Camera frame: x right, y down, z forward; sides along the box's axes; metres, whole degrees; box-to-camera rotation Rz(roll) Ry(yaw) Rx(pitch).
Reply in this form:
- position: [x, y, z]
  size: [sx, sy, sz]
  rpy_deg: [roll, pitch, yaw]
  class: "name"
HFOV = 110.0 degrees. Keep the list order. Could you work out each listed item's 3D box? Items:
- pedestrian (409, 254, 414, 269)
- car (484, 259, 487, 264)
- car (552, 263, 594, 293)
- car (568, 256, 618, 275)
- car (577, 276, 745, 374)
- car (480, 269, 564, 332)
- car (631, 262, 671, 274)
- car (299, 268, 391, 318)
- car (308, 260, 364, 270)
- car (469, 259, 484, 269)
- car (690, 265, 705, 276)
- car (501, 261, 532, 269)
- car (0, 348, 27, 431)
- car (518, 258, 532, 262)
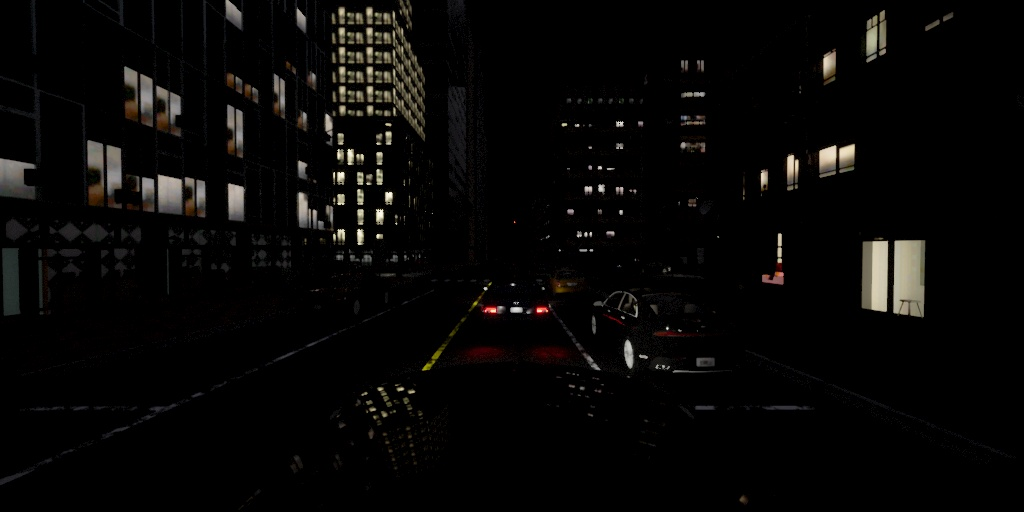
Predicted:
- position: [-12.655, 0.664, 45.088]
  size: [0.375, 1.860, 0.375]
  rpy_deg: [0, 0, 1]
  class: "pedestrian"
- position: [-5.840, 1.296, 62.242]
  size: [1.948, 1.339, 4.313]
  rpy_deg: [0, 0, 0]
  class: "car"
- position: [2.776, 1.269, 18.824]
  size: [1.751, 1.417, 4.829]
  rpy_deg: [0, 0, 0]
  class: "car"
- position: [8.721, 1.021, 39.308]
  size: [5.566, 2.045, 2.150]
  rpy_deg: [1, 1, 1]
  class: "car"
- position: [2.804, 1.298, 7.365]
  size: [2.007, 1.370, 4.403]
  rpy_deg: [0, 0, 0]
  class: "car"
- position: [0.079, 1.294, 10.801]
  size: [2.033, 1.411, 5.357]
  rpy_deg: [0, 0, 0]
  class: "car"
- position: [16.210, 1.368, 41.826]
  size: [4.403, 1.370, 2.007]
  rpy_deg: [0, 0, 1]
  class: "car"
- position: [-5.850, 1.290, 13.046]
  size: [1.888, 1.381, 4.507]
  rpy_deg: [0, 0, 0]
  class: "car"
- position: [-17.667, 1.104, 36.421]
  size: [5.008, 1.535, 1.882]
  rpy_deg: [0, 1, -1]
  class: "car"
- position: [-5.825, 1.257, 56.418]
  size: [1.751, 1.417, 4.829]
  rpy_deg: [0, 0, 0]
  class: "car"
- position: [22.155, 1.388, 39.156]
  size: [5.008, 1.535, 1.882]
  rpy_deg: [1, 1, 1]
  class: "car"
- position: [0.045, 1.247, 21.223]
  size: [1.837, 1.490, 4.892]
  rpy_deg: [0, 0, 0]
  class: "car"
- position: [-5.796, 1.300, 1.757]
  size: [2.007, 1.370, 4.403]
  rpy_deg: [0, 0, 0]
  class: "car"
- position: [2.541, 1.281, 62.263]
  size: [2.007, 1.370, 4.403]
  rpy_deg: [0, 0, 0]
  class: "car"
